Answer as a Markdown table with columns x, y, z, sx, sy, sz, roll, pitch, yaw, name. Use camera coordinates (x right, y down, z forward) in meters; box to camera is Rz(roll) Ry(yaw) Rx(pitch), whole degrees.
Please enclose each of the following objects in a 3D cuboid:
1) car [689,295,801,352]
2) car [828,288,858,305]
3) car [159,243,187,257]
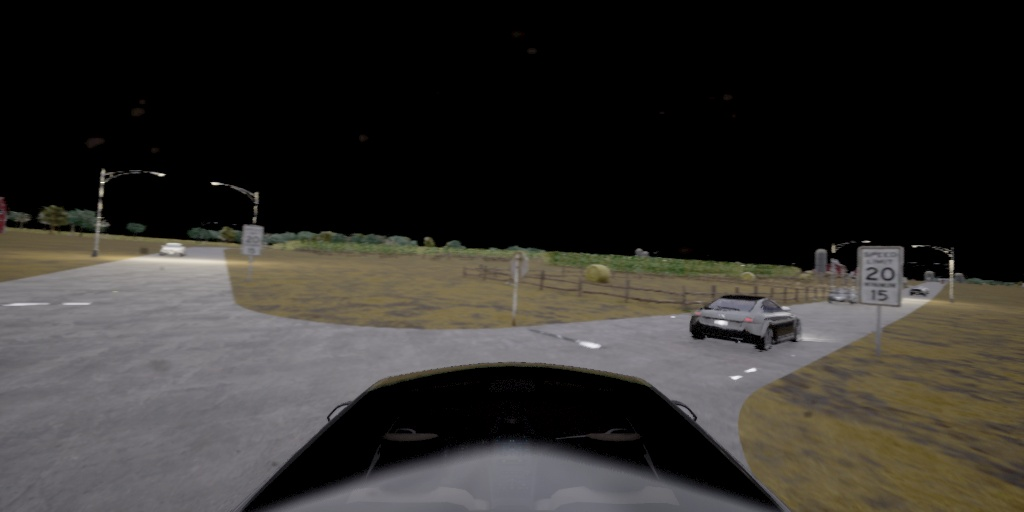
| x | y | z | sx | sy | sz | roll | pitch | yaw | name |
| --- | --- | --- | --- | --- | --- | --- | --- | --- | --- |
| 7.215 | 1.908 | 10.985 | 4.181 | 1.385 | 1.994 | 5 | -3 | -39 | car |
| 32.622 | 3.951 | 35.203 | 4.902 | 1.511 | 2.128 | 4 | -2 | -39 | car |
| -38.357 | -0.730 | 40.696 | 1.812 | 1.442 | 4.674 | 5 | -1 | -39 | car |
